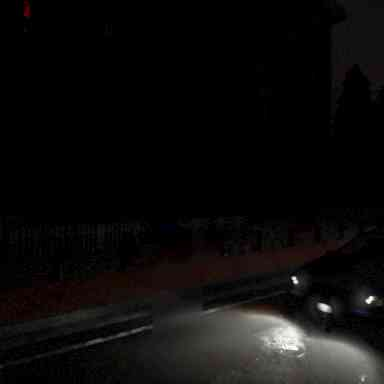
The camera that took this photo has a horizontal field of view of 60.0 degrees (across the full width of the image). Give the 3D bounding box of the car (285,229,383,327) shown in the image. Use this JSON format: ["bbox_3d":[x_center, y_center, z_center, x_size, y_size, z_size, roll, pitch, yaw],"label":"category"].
[{"bbox_3d":[4.384,1.545,7.086,5.357,1.411,2.033,0,0,-35],"label":"car"}]
